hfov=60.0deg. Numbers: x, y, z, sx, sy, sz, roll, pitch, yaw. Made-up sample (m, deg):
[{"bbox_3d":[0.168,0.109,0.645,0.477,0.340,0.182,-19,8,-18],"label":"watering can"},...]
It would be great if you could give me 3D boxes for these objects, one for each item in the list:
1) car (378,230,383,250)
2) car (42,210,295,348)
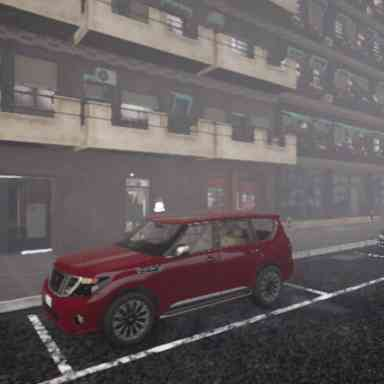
[{"bbox_3d":[8.908,1.569,12.916,4.403,1.369,2.008,0,0,-36],"label":"car"},{"bbox_3d":[-0.108,1.319,6.479,5.009,1.841,2.192,0,0,-36],"label":"car"}]
